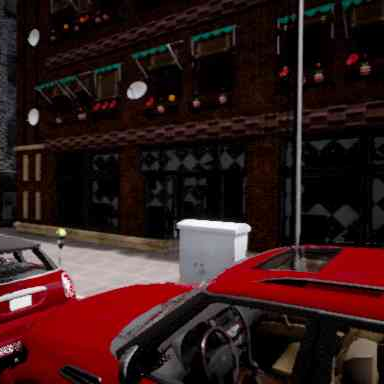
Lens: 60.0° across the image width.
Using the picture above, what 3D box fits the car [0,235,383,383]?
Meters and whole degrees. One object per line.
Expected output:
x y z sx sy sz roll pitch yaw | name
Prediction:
0.875 1.298 2.104 5.009 1.841 2.192 0 1 34 | car
